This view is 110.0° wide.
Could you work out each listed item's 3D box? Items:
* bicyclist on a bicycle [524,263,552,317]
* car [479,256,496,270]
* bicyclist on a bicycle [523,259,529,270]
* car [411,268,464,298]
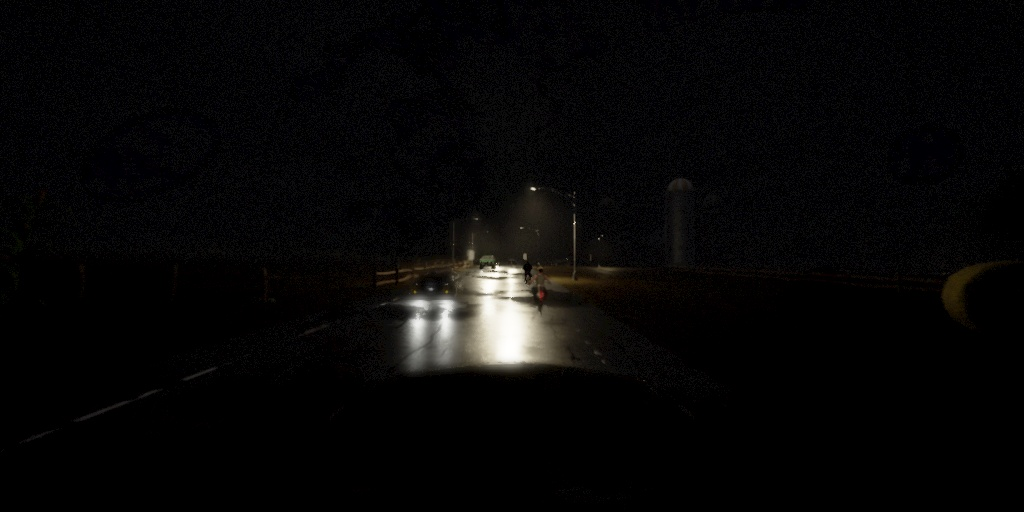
[{"bbox_3d":[0.955,1.161,12.112,0.866,1.612,1.509,0,0,0],"label":"bicyclist on a bicycle"},{"bbox_3d":[-3.549,0.971,52.648,2.150,2.045,5.566,0,0,1],"label":"car"},{"bbox_3d":[0.959,1.083,22.262,0.659,1.776,1.843,0,0,0],"label":"bicyclist on a bicycle"},{"bbox_3d":[-3.603,1.280,17.912,1.994,1.385,4.181,0,0,0],"label":"car"}]
